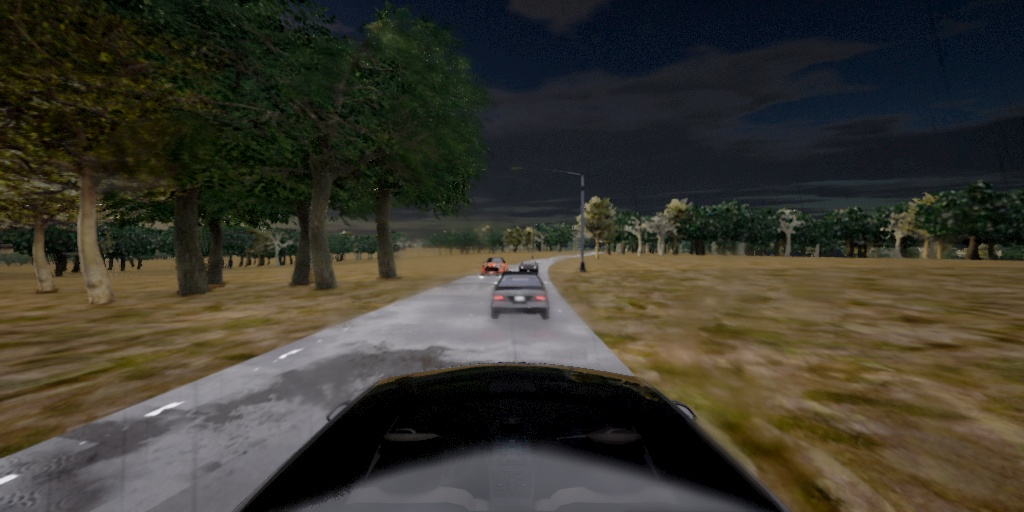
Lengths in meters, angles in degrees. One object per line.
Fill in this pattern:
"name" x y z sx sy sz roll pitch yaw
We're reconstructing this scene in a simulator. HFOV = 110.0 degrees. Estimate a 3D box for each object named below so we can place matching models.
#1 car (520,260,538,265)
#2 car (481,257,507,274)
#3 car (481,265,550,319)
"car" 1.779 1.103 36.602 1.895 1.301 4.718 0 0 5
"car" -1.614 0.866 33.790 2.097 1.767 4.553 0 1 5
"car" 0.300 1.230 12.522 2.033 1.411 5.357 0 0 2
